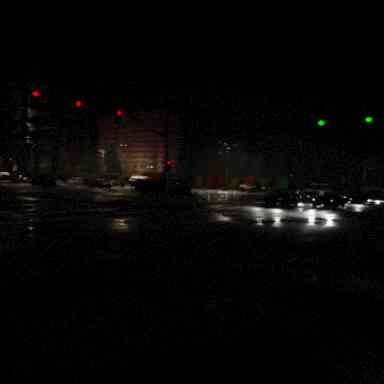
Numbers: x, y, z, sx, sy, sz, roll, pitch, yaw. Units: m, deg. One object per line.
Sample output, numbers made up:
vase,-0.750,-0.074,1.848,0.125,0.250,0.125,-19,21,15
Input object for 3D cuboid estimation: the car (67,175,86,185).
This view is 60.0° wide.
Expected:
car,-23.088,-2.090,66.037,3.806,1.475,1.970,3,3,36

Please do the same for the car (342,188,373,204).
car,18.421,0.480,37.285,1.837,1.490,4.892,4,3,38

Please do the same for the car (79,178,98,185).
car,-21.364,-2.167,68.362,3.905,1.438,1.784,3,3,36

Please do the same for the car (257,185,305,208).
car,7.977,0.463,29.513,1.882,1.535,5.008,4,3,37

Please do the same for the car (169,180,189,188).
car,-2.634,-1.601,68.361,3.905,1.438,1.784,3,3,36

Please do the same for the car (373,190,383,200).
car,25.602,0.375,46.386,1.994,1.385,4.181,4,3,39

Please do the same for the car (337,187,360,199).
car,22.886,0.115,48.579,1.882,1.535,5.008,4,3,38

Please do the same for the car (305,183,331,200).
car,14.009,0.057,37.303,2.150,2.045,5.566,4,4,38

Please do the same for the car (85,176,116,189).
car,-14.387,-1.257,52.438,3.806,1.475,1.970,3,3,36

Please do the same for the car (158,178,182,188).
car,-4.402,-1.768,66.062,4.605,1.855,1.932,3,3,36

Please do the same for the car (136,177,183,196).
car,-3.722,-0.554,37.592,4.605,1.855,1.932,3,3,36

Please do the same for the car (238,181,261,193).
car,9.685,-0.904,55.681,3.866,1.878,1.905,3,3,36

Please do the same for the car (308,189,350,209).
car,12.056,0.727,29.110,1.895,1.301,4.718,4,3,37

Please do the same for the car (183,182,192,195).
car,-1.957,-0.594,39.886,3.866,1.878,1.905,3,3,36

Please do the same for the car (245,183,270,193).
car,11.409,-0.710,58.011,3.806,1.475,1.970,3,3,36

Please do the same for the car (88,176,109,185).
car,-19.802,-2.422,70.540,4.605,1.855,1.932,3,3,36
